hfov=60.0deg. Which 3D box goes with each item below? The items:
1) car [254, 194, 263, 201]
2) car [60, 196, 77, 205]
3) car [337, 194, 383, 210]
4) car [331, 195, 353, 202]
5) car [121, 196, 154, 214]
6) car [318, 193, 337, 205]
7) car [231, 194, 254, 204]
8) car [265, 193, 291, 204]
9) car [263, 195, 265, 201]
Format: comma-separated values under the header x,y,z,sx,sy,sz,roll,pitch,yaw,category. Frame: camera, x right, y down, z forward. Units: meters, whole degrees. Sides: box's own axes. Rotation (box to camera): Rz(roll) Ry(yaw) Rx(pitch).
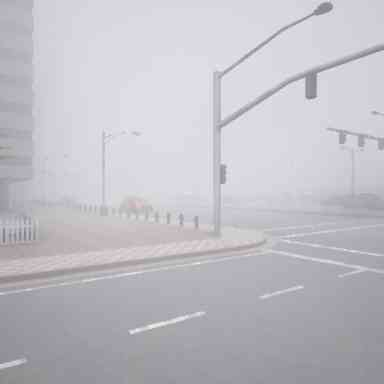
x,y,z,sx,sy,sz,roll,pitch,yaw,category
13.560,1.361,75.534,1.784,1.438,3.905,0,0,-36,car
-21.438,1.419,57.538,1.837,1.490,4.892,0,0,-36,car
20.804,1.150,40.777,1.932,1.855,4.605,0,0,-36,car
31.372,1.361,69.712,1.784,1.438,3.905,0,0,-36,car
-5.942,1.284,35.944,2.097,1.767,4.553,0,0,-36,car
28.975,1.150,68.084,1.932,1.855,4.605,0,0,-36,car
11.201,1.392,73.856,1.970,1.475,3.806,0,0,-36,car
15.264,1.392,58.208,1.970,1.475,3.806,0,0,-36,car
15.716,1.150,77.132,1.932,1.855,4.605,0,0,-36,car
